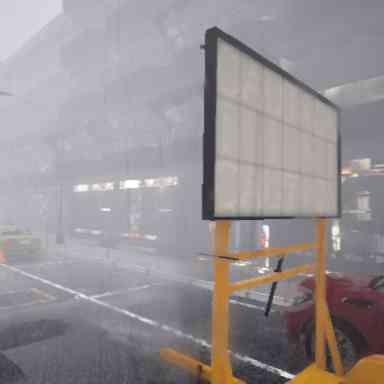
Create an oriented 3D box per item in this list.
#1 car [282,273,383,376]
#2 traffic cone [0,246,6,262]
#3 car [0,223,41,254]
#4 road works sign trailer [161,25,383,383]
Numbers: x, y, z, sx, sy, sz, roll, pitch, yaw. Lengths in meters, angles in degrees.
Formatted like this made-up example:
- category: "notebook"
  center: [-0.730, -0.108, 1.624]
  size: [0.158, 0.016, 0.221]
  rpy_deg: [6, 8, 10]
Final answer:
- category: "car"
  center: [3.692, 1.612, 4.051]
  size: [5.009, 1.841, 2.192]
  rpy_deg: [-1, -5, 43]
- category: "traffic cone"
  center: [-7.603, 2.472, 13.281]
  size: [0.340, 0.580, 0.340]
  rpy_deg: [-1, -4, 43]
- category: "car"
  center: [-8.802, 2.140, 15.775]
  size: [4.829, 1.417, 1.752]
  rpy_deg: [-1, -5, 43]
- category: "road works sign trailer"
  center: [0.720, 0.654, 3.200]
  size: [2.880, 3.560, 2.380]
  rpy_deg: [-1, -4, 43]
